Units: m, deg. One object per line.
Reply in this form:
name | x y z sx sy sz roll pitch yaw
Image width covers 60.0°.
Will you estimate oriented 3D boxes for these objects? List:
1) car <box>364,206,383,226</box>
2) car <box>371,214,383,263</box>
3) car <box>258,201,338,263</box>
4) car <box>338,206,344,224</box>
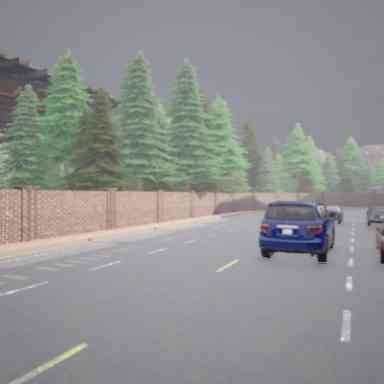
car | 13.903 1.752 24.646 2.033 1.411 5.357 0 -1 27
car | 7.619 1.699 11.837 1.895 1.301 4.718 0 -1 27
car | 4.161 1.334 12.758 2.150 2.045 5.566 0 0 26
car | 11.395 1.756 27.416 1.812 1.442 4.674 0 0 27
